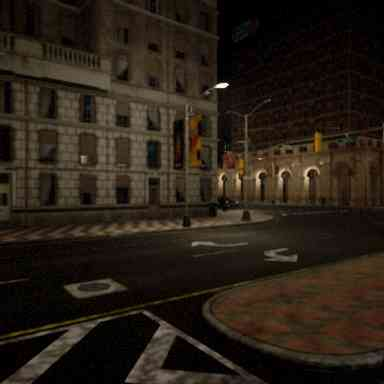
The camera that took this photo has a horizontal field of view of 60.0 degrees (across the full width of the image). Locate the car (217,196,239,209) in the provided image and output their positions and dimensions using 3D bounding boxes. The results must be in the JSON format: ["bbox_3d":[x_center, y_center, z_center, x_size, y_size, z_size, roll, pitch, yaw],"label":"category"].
[{"bbox_3d":[4.029,1.330,43.864,2.097,1.767,4.553,0,0,-36],"label":"car"}]
